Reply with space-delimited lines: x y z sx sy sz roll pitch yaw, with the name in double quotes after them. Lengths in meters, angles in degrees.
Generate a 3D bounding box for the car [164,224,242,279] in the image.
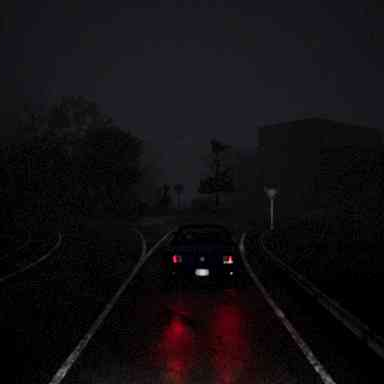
0.328 1.617 10.089 1.895 1.301 4.718 0 0 2 "car"

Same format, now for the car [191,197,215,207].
1.556 1.460 50.856 2.128 1.511 4.902 0 0 -31 "car"
